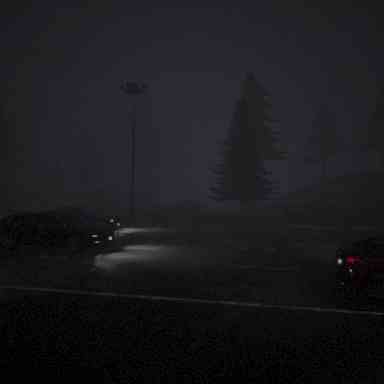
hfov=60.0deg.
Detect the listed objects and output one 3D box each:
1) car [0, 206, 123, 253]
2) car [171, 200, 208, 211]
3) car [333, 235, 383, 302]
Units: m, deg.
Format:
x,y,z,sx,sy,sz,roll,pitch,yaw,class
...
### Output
x,y,z,sx,sy,sz,roll,pitch,yaw,class
-5.535,1.505,13.339,4.892,1.490,1.837,1,0,11,car
-0.271,1.708,42.529,2.033,1.411,5.357,0,0,40,car
5.499,1.639,7.578,4.181,1.385,1.994,0,0,11,car
